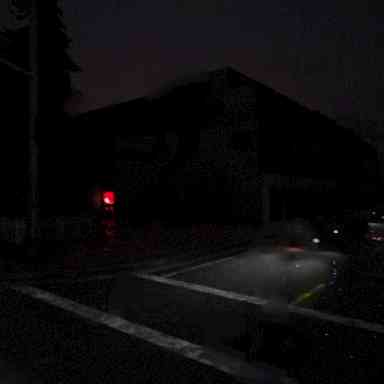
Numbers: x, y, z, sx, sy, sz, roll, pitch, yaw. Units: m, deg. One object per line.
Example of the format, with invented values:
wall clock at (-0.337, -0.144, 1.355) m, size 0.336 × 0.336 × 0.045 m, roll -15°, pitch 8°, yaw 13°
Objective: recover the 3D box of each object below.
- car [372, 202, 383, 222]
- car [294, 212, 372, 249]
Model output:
car at (14.816, 1.468, 25.001) m, size 1.812 × 1.442 × 4.674 m, roll 0°, pitch 1°, yaw 39°
car at (6.206, 1.569, 14.620) m, size 1.895 × 1.301 × 4.718 m, roll 0°, pitch 0°, yaw 40°
